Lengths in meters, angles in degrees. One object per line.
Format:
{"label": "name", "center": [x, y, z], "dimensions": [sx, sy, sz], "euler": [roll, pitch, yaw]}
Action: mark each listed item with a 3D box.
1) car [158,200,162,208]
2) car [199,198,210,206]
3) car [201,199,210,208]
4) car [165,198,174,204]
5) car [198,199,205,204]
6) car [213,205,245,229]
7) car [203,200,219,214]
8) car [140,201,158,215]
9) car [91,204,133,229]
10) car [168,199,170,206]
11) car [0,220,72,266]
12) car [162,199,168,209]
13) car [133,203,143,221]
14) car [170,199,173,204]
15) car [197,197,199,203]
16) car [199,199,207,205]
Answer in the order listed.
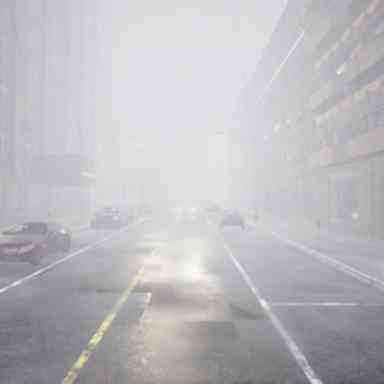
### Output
{"label": "car", "center": [-5.706, 2.053, 45.980], "dimensions": [1.947, 1.339, 4.313], "euler": [1, -1, 0]}
{"label": "car", "center": [2.668, 2.152, 57.262], "dimensions": [2.008, 1.369, 4.403], "euler": [1, -1, 0]}
{"label": "car", "center": [2.674, 2.036, 45.949], "dimensions": [2.008, 1.369, 4.403], "euler": [1, -1, 0]}
{"label": "car", "center": [-5.728, 2.410, 85.404], "dimensions": [1.752, 1.417, 4.829], "euler": [1, -1, 0]}
{"label": "car", "center": [2.615, 2.523, 91.197], "dimensions": [1.802, 1.307, 4.206], "euler": [1, -1, 0]}
{"label": "car", "center": [2.686, 1.834, 23.323], "dimensions": [1.802, 1.307, 4.206], "euler": [1, -1, 0]}
{"label": "car", "center": [2.677, 2.010, 40.293], "dimensions": [1.802, 1.307, 4.206], "euler": [1, -1, 0]}
{"label": "car", "center": [-5.701, 1.869, 40.326], "dimensions": [1.967, 1.590, 4.097], "euler": [1, -1, 0]}
{"label": "car", "center": [-5.692, 1.693, 23.356], "dimensions": [1.967, 1.590, 4.097], "euler": [1, -1, 0]}
{"label": "car", "center": [-5.716, 2.211, 62.949], "dimensions": [2.008, 1.369, 4.403], "euler": [1, -1, 0]}
{"label": "car", "center": [-5.687, 1.715, 12.042], "dimensions": [1.802, 1.307, 4.206], "euler": [1, -1, 0]}
{"label": "car", "center": [-5.712, 2.147, 57.293], "dimensions": [1.887, 1.381, 4.507], "euler": [1, -1, 0]}
{"label": "car", "center": [-5.697, 1.895, 29.010], "dimensions": [1.802, 1.307, 4.206], "euler": [1, -1, 0]}
{"label": "car", "center": [-5.722, 2.325, 74.262], "dimensions": [2.008, 1.369, 4.403], "euler": [1, -1, 0]}
{"label": "car", "center": [2.664, 2.339, 74.229], "dimensions": [1.947, 1.339, 4.313], "euler": [1, -1, 0]}
{"label": "car", "center": [2.666, 2.356, 80.056], "dimensions": [1.752, 1.417, 4.829], "euler": [1, -1, 0]}
